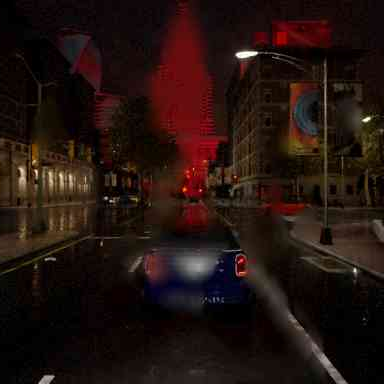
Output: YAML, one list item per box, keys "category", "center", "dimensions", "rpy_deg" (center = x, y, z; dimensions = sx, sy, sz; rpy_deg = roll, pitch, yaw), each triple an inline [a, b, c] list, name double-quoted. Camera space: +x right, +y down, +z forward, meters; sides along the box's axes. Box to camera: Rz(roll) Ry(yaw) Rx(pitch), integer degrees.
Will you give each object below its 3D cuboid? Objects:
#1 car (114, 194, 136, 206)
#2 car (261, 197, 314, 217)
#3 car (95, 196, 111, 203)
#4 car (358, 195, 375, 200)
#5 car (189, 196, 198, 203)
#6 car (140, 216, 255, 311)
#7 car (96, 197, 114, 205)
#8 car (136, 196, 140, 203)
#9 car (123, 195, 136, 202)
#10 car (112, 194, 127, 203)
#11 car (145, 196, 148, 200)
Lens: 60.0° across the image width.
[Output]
- category: "car"
  center: [-11.356, 1.526, 56.764]
  dimensions: [1.812, 1.442, 4.674]
  rpy_deg: [0, 0, 0]
- category: "car"
  center: [8.706, 1.352, 30.450]
  dimensions: [4.553, 1.767, 2.097]
  rpy_deg: [0, 0, 0]
- category: "car"
  center: [-17.980, 1.595, 67.444]
  dimensions: [1.895, 1.301, 4.718]
  rpy_deg: [0, 0, 0]
- category: "car"
  center: [34.720, 1.481, 68.626]
  dimensions: [2.231, 1.521, 4.892]
  rpy_deg: [0, 0, 0]
- category: "car"
  center: [0.321, 1.543, 70.255]
  dimensions: [2.033, 1.411, 5.357]
  rpy_deg: [0, 0, 0]
- category: "car"
  center: [0.105, 1.352, 7.923]
  dimensions: [2.097, 1.767, 4.553]
  rpy_deg: [0, 0, 0]
- category: "car"
  center: [-14.846, 1.547, 57.940]
  dimensions: [2.033, 1.411, 5.357]
  rpy_deg: [0, 0, 1]
- category: "car"
  center: [-11.266, 1.478, 65.912]
  dimensions: [1.882, 1.535, 5.008]
  rpy_deg: [0, 0, 1]
- category: "car"
  center: [-14.686, 1.525, 78.451]
  dimensions: [2.128, 1.511, 4.902]
  rpy_deg: [0, 0, 0]
- category: "car"
  center: [-14.729, 1.352, 68.050]
  dimensions: [2.097, 1.767, 4.553]
  rpy_deg: [0, 0, 0]
- category: "car"
  center: [-11.197, 1.553, 75.785]
  dimensions: [1.994, 1.385, 4.181]
  rpy_deg: [0, 0, 0]
